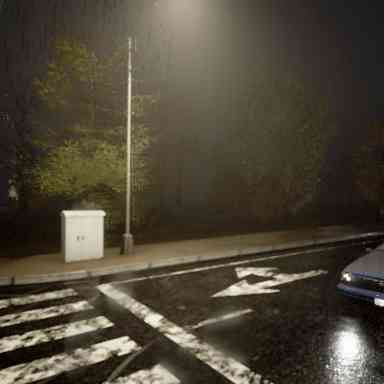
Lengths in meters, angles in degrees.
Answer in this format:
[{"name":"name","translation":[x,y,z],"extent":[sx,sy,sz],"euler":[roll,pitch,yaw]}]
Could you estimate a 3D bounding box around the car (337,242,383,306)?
[{"name":"car","translation":[5.420,1.554,7.479],"extent":[5.357,1.411,2.033],"euler":[0,0,-39]}]
